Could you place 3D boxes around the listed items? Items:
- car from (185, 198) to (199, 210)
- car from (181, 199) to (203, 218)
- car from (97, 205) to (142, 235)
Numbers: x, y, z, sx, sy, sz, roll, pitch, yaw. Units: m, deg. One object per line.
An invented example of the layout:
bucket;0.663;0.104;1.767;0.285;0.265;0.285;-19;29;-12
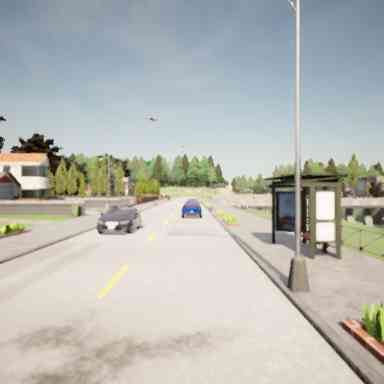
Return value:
car;0.032;1.646;46.211;1.812;1.442;4.674;0;0;0
car;-0.002;1.560;31.435;1.882;1.535;5.008;0;0;0
car;-4.097;1.543;19.373;2.128;1.511;4.902;0;0;0
